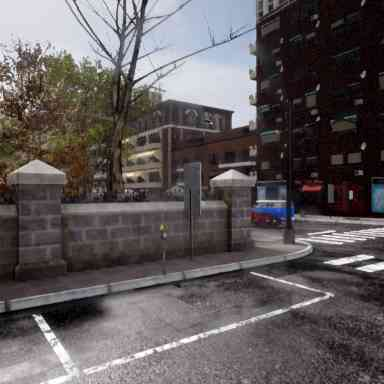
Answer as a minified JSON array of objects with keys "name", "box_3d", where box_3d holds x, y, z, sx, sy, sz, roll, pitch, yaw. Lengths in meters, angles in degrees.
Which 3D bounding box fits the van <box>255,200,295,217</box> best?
[{"name":"van","box_3d":[7.313,1.643,30.193,1.690,1.788,3.998,-1,0,-36]}]

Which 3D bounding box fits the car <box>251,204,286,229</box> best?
[{"name":"car","box_3d":[4.461,1.834,24.276,1.994,1.385,4.181,0,-1,-36]}]
